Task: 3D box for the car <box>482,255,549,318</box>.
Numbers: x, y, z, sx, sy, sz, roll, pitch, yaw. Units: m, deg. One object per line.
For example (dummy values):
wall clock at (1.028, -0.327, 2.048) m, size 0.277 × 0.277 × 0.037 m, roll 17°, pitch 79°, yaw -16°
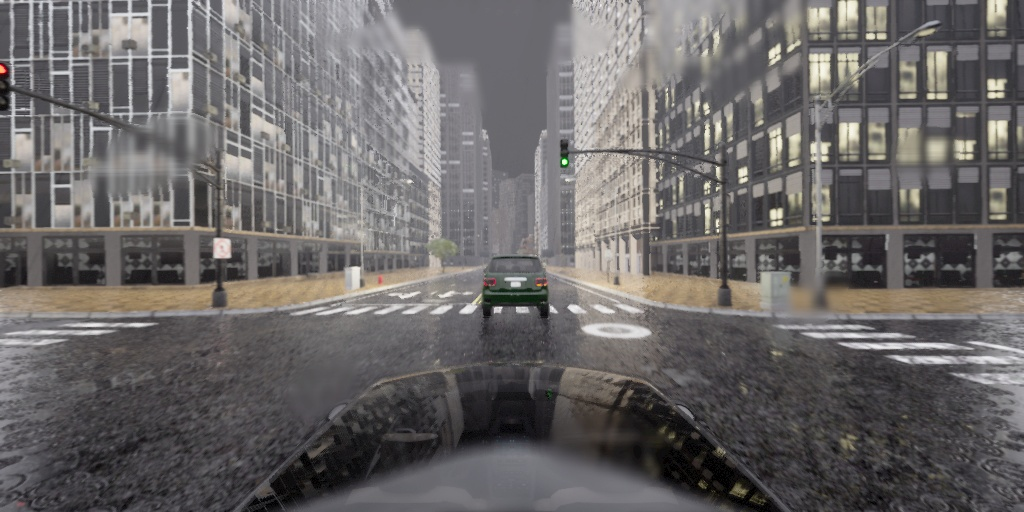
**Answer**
car at (0.105, 1.039, 13.316) m, size 2.150 × 2.045 × 5.566 m, roll 0°, pitch -2°, yaw 0°
